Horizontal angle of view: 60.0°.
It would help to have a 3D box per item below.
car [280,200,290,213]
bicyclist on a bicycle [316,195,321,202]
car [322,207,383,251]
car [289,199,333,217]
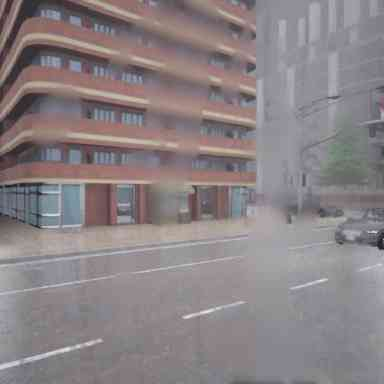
[{"bbox_3d":[11.487,1.526,35.253,1.812,1.442,4.674,0,0,-36],"label":"car"},{"bbox_3d":[17.784,1.301,46.920,1.656,1.620,0.582,0,0,-36],"label":"bicyclist on a bicycle"},{"bbox_3d":[8.023,1.491,14.196,4.902,1.511,2.128,0,0,-37],"label":"car"},{"bbox_3d":[11.199,1.564,29.524,1.994,1.385,4.181,0,0,-35],"label":"car"}]
